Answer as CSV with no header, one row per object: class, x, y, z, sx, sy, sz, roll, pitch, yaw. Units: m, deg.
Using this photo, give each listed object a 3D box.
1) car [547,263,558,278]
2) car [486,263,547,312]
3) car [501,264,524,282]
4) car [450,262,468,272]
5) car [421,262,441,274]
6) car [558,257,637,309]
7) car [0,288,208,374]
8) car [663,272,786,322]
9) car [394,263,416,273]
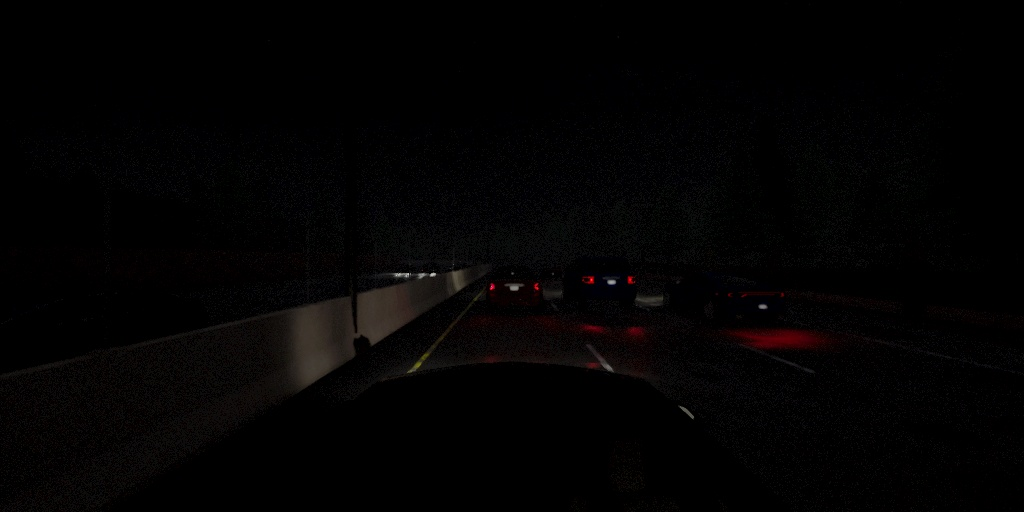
car,3.556,1.421,33.690,1.882,1.535,5.008,0,0,0
car,0.083,1.181,14.791,2.097,1.767,4.553,0,0,0
car,0.056,1.501,32.733,1.994,1.385,4.181,0,0,0
car,-7.142,1.509,48.314,1.882,1.535,5.008,0,0,0
car,-10.646,1.533,47.416,1.837,1.490,4.892,0,-1,0
car,3.582,1.054,15.568,2.150,2.045,5.566,0,0,0
car,-7.103,1.263,5.234,2.128,1.511,4.902,0,0,0
car,7.086,1.293,12.604,1.882,1.535,5.008,0,0,0
car,-14.146,1.593,47.760,1.994,1.385,4.181,0,0,0
